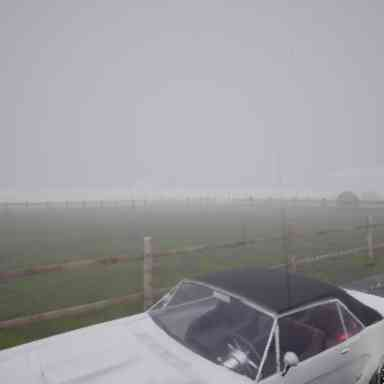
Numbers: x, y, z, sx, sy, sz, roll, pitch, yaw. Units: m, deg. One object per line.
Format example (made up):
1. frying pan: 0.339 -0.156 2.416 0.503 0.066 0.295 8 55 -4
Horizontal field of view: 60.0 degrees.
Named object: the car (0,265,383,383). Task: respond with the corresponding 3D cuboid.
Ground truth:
1. car: 0.404 1.581 3.358 4.718 1.301 1.895 -1 0 -36
